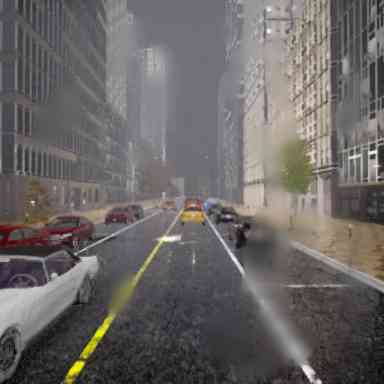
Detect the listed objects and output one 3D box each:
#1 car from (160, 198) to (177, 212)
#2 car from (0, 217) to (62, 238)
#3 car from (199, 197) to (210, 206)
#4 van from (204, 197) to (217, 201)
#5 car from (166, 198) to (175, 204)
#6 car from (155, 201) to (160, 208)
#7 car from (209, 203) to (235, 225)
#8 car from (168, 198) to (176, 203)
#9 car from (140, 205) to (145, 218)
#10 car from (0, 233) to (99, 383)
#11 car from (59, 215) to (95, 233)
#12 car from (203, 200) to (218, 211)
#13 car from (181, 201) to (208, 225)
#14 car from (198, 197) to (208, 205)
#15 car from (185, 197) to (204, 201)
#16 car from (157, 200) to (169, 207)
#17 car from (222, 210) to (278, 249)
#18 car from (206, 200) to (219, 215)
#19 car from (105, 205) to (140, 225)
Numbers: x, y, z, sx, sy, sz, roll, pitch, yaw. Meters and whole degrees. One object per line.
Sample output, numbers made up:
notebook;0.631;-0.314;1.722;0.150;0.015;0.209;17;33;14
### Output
car;-3.093;2.017;47.222;1.812;1.442;4.674;0;0;0
car;-5.690;1.650;9.622;1.887;1.381;4.507;0;-1;0
car;2.683;2.045;72.231;2.192;1.841;5.009;0;-1;0
van;2.686;1.799;43.772;1.690;1.788;3.998;0;-1;0
car;-5.701;2.438;89.315;2.008;1.369;4.403;0;-1;0
car;-5.697;2.147;60.684;1.752;1.417;4.829;0;-1;0
car;2.688;1.850;26.692;1.947;1.339;4.313;0;-1;0
car;-5.702;2.504;95.007;1.947;1.339;4.313;0;-1;0
car;-5.693;1.908;32.392;1.947;1.339;4.313;0;-1;0
car;-3.102;1.662;5.550;1.895;1.301;4.718;0;-1;0
car;-5.691;1.747;15.315;1.802;1.307;4.206;0;-1;0
car;2.686;1.954;49.462;1.967;1.590;4.097;0;-1;0
car;0.095;1.743;27.016;1.801;1.575;5.366;0;-1;0
car;2.682;2.151;83.615;2.192;1.841;5.009;0;-1;0
car;0.086;1.658;41.673;2.150;2.045;5.566;0;-1;1
car;-5.698;2.227;66.547;2.008;1.369;4.403;0;-1;0
car;2.690;1.731;15.309;1.947;1.339;4.313;0;-1;0
car;2.687;1.967;38.076;1.947;1.339;4.313;0;-1;0
car;-5.692;1.829;26.700;1.887;1.381;4.507;0;-1;0
